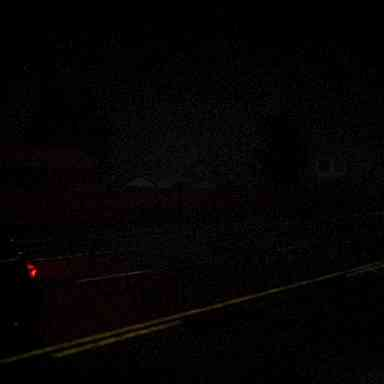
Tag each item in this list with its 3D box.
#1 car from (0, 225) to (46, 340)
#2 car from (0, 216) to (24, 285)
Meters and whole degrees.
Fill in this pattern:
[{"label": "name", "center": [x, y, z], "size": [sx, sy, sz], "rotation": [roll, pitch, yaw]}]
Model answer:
[{"label": "car", "center": [-4.738, 1.352, 4.912], "size": [4.553, 1.767, 2.097], "rotation": [0, 0, -36]}, {"label": "car", "center": [-6.806, 1.491, 7.736], "size": [4.902, 1.511, 2.128], "rotation": [0, 0, -36]}]
